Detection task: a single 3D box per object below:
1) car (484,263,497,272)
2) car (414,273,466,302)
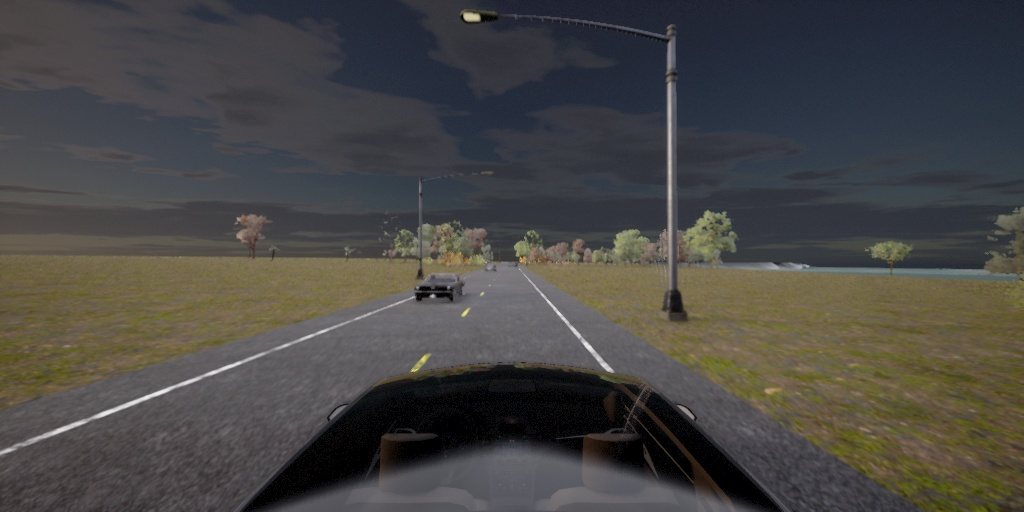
[{"bbox_3d":[-3.585,1.931,59.661,2.128,1.511,4.902,0,-1,0],"label":"car"},{"bbox_3d":[-3.609,1.553,18.534,1.895,1.301,4.718,0,-1,0],"label":"car"}]
